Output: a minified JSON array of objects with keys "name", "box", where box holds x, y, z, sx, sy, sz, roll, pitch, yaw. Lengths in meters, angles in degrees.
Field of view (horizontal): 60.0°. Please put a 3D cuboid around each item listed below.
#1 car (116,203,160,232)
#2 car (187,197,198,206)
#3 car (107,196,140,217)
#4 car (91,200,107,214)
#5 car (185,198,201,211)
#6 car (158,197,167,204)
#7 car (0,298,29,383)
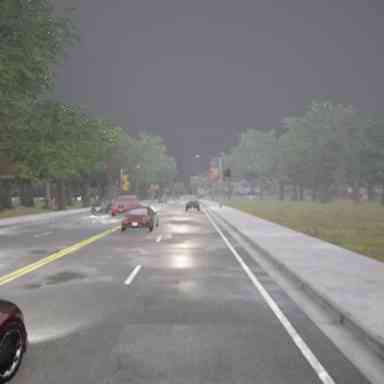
[{"name":"car","box":[-3.154,1.612,20.644,1.812,1.442,4.674,0,0,0]},{"name":"car","box":[0.086,1.824,63.956,1.882,1.535,5.008,0,-1,0]},{"name":"car","box":[-6.603,1.371,33.579,2.150,2.045,5.566,0,-1,0]},{"name":"car","box":[-9.849,1.658,37.225,2.128,1.511,4.902,0,0,0]},{"name":"car","box":[0.090,1.715,45.046,1.837,1.490,4.892,0,-1,0]},{"name":"car","box":[-6.517,1.904,73.785,2.033,1.411,5.357,0,0,0]},{"name":"car","box":[-3.151,1.574,2.725,1.994,1.385,4.181,0,0,0]}]
